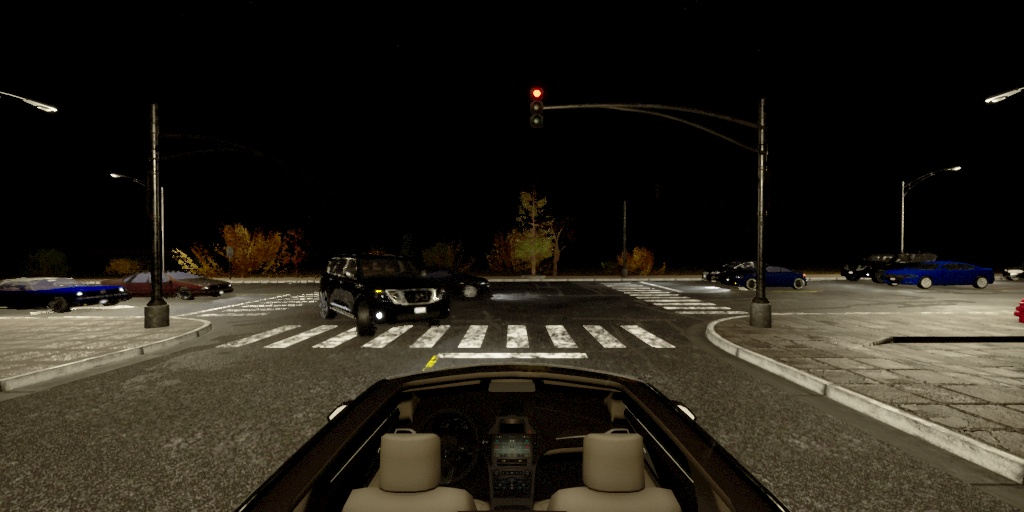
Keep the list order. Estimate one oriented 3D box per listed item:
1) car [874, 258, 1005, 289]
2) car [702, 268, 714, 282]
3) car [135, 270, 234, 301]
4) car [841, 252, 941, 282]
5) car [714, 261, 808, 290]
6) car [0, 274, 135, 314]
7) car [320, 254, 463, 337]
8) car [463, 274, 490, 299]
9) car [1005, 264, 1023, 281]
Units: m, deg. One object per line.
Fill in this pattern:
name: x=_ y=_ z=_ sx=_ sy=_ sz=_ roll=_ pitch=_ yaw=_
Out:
car: x=24.483 y=1.040 z=20.693 sx=5.008 sy=1.535 sz=1.882 roll=0 pitch=1 yaw=0
car: x=15.379 y=1.068 z=24.017 sx=4.902 sy=1.511 sz=2.128 roll=0 pitch=1 yaw=0
car: x=-16.897 y=1.416 z=17.577 sx=5.357 sy=1.411 sz=2.033 roll=0 pitch=1 yaw=0
car: x=25.405 y=0.738 z=23.932 sx=5.566 sy=2.045 sz=2.150 roll=0 pitch=1 yaw=1
car: x=14.497 y=1.187 z=20.775 sx=4.181 sy=1.385 sz=1.994 roll=0 pitch=1 yaw=0
car: x=-18.530 y=1.521 z=14.342 sx=4.718 sy=1.301 sz=1.895 roll=0 pitch=1 yaw=1
car: x=-4.051 y=0.967 z=10.806 sx=2.150 sy=2.045 sz=5.566 roll=2 pitch=-1 yaw=-42
car: x=-3.168 y=1.300 z=17.478 sx=4.181 sy=1.385 sz=1.994 roll=0 pitch=0 yaw=1
car: x=35.886 y=0.946 z=23.838 sx=4.902 sy=1.511 sz=2.128 roll=0 pitch=1 yaw=1
